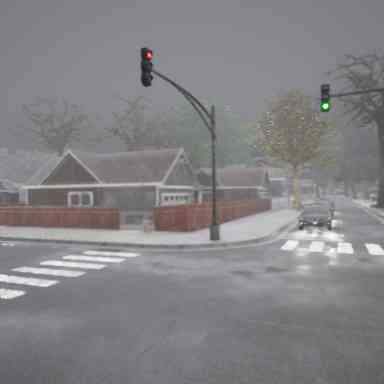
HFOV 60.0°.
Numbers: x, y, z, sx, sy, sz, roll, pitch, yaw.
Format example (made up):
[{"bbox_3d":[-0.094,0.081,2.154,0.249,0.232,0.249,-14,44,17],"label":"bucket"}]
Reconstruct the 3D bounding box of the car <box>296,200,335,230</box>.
[{"bbox_3d":[7.772,1.485,20.921,1.837,1.490,4.892,-1,0,22],"label":"car"}]

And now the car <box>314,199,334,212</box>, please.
[{"bbox_3d":[15.564,1.520,39.074,1.994,1.385,4.181,-1,0,24],"label":"car"}]
